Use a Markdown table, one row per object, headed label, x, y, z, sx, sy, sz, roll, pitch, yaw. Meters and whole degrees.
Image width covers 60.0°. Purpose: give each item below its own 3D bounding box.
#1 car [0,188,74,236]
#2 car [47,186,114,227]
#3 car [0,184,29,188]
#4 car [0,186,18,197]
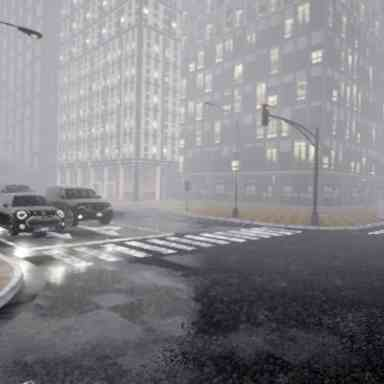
| label | x | y | z | sx | sy | sz | roll | pitch | yaw |
| --- | --- | --- | --- | --- | --- | --- | --- | --- | --- |
| car | -7.562 | 0.866 | 15.188 | 2.097 | 1.767 | 4.553 | 1 | 1 | -45 |
| car | -6.632 | 0.715 | 18.865 | 2.150 | 2.045 | 5.566 | 1 | 1 | -45 |
| car | -13.922 | 0.384 | 26.218 | 2.150 | 2.045 | 5.566 | 1 | 1 | -45 |
| car | -28.129 | -0.138 | 50.038 | 2.128 | 1.511 | 4.902 | 1 | 1 | -45 |
